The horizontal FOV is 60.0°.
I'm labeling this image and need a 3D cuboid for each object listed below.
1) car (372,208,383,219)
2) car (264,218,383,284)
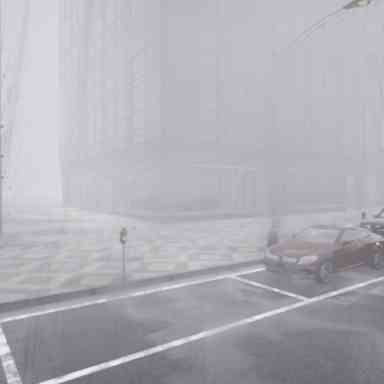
[{"bbox_3d":[8.299,1.292,12.570,5.009,1.841,2.192,0,0,-35],"label":"car"},{"bbox_3d":[3.882,1.567,9.420,4.206,1.307,1.802,0,0,-35],"label":"car"}]
